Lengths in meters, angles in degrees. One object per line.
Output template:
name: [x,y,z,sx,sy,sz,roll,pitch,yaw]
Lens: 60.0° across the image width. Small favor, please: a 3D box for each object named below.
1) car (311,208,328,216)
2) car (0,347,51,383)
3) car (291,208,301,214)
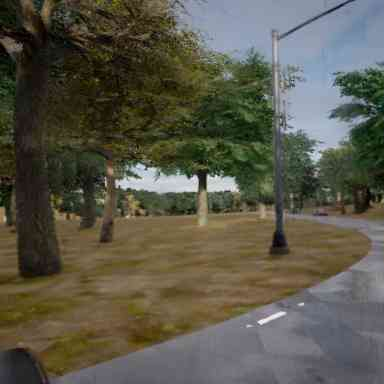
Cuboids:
car: [22.657,3.623,59.200,1.994,1.385,4.181,-2,-3,7]
car: [-3.178,1.641,1.089,5.357,1.411,2.033,0,-1,-33]
car: [25.456,4.662,81.466,2.128,1.511,4.902,-2,-3,7]
